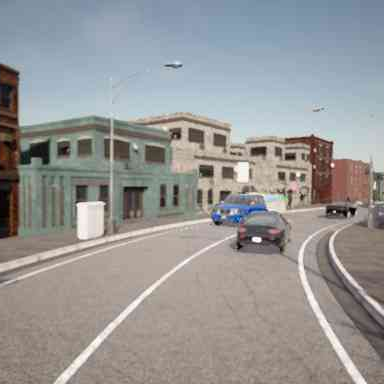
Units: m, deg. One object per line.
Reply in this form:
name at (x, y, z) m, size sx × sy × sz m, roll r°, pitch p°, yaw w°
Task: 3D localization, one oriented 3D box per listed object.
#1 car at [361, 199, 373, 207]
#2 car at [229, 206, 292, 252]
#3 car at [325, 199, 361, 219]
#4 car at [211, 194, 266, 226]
car at (28.752, 1.846, 55.584) m, size 1.895 × 1.301 × 4.718 m, roll 2°, pitch 1°, yaw 39°
car at (3.112, 1.532, 13.969) m, size 1.812 × 1.442 × 4.674 m, roll 1°, pitch 0°, yaw 21°
car at (14.094, 1.598, 31.303) m, size 1.882 × 1.535 × 5.008 m, roll 1°, pitch 0°, yaw 38°
car at (3.367, 1.189, 22.650) m, size 2.150 × 2.045 × 5.566 m, roll 1°, pitch 0°, yaw 31°
